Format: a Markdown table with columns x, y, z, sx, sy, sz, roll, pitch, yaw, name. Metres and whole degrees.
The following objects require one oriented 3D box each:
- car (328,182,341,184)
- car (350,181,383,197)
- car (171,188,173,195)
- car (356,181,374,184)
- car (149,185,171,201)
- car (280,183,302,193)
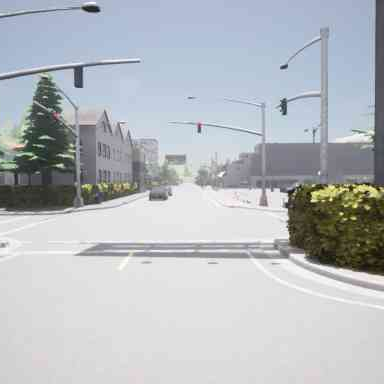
| x | y | z | sx | sy | sz | roll | pitch | yaw | name |
| --- | --- | --- | --- | --- | --- | --- | --- | --- | --- |
| 25.138 | -1.043 | 59.598 | 2.152 | 1.636 | 5.027 | -1 | 2 | -1 | car |
| 22.141 | -0.466 | 42.199 | 1.932 | 1.855 | 4.605 | -1 | 2 | -1 | car |
| -3.872 | -0.212 | 48.493 | 2.128 | 1.511 | 4.902 | -1 | 2 | 0 | car |
| 18.919 | -0.179 | 34.309 | 1.905 | 1.878 | 3.866 | -1 | 2 | -1 | car |
| -3.826 | 0.125 | 38.362 | 1.882 | 1.535 | 5.008 | -1 | 2 | 0 | car |
| 15.121 | -0.537 | 52.156 | 2.007 | 1.523 | 4.514 | -1 | 2 | -1 | car |
